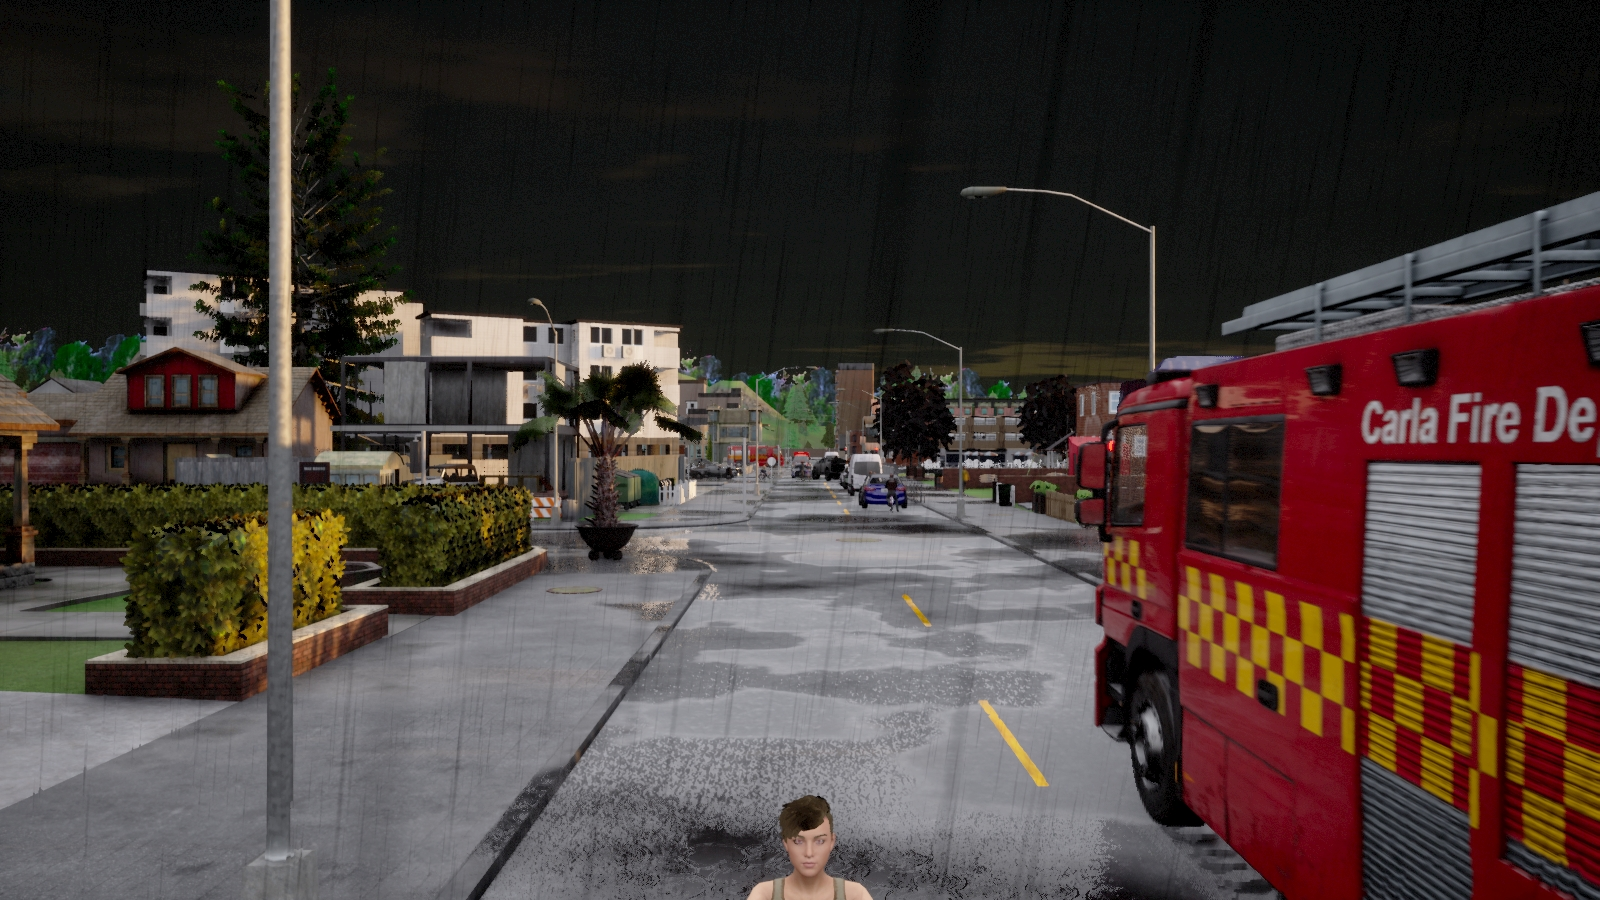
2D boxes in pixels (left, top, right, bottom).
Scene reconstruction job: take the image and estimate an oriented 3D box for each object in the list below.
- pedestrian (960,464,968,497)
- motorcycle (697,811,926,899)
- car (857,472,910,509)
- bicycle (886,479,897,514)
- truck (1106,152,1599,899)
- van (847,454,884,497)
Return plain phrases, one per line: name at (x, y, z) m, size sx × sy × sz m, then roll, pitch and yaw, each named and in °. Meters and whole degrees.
pedestrian at (9.305, 1.744, 64.926) m, size 0.375 × 1.860 × 0.375 m, roll 0°, pitch 0°, yaw 0°
motorcycle at (0.039, 2.155, 3.558) m, size 0.764 × 1.307 × 2.356 m, roll 0°, pitch 0°, yaw 0°
car at (4.046, 1.967, 56.171) m, size 2.242 × 1.667 × 4.611 m, roll 0°, pitch 0°, yaw 0°
bicycle at (4.077, 2.060, 50.936) m, size 0.329 × 1.471 × 1.835 m, roll 0°, pitch 0°, yaw 0°
truck at (4.222, 0.890, 6.276) m, size 2.891 × 3.827 × 8.468 m, roll 0°, pitch 0°, yaw 1°
van at (4.045, 1.534, 71.355) m, size 1.988 × 2.561 × 5.915 m, roll 0°, pitch 0°, yaw 0°
